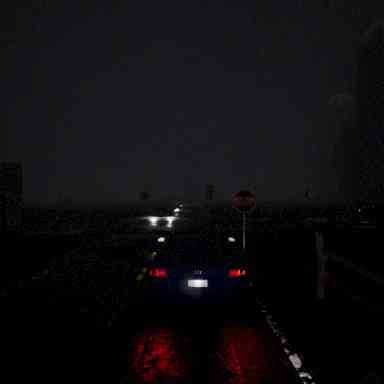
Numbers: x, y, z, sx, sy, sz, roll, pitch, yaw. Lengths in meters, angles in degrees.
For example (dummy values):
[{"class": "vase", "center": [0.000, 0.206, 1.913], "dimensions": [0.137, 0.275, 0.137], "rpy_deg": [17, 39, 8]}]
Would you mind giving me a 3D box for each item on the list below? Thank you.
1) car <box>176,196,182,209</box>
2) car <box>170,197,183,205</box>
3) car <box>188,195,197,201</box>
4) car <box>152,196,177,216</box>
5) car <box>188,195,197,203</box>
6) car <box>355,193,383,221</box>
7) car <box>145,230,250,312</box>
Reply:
[{"class": "car", "center": [-2.792, 1.364, 46.282], "dimensions": [2.097, 1.767, 4.553], "rpy_deg": [0, 0, 0]}, {"class": "car", "center": [-2.750, 1.573, 59.926], "dimensions": [2.033, 1.411, 5.357], "rpy_deg": [0, 0, 0]}, {"class": "car", "center": [0.081, 1.490, 79.386], "dimensions": [1.994, 1.385, 4.181], "rpy_deg": [0, 0, 0]}, {"class": "car", "center": [-2.813, 1.481, 33.011], "dimensions": [1.882, 1.535, 5.008], "rpy_deg": [0, 0, 0]}, {"class": "car", "center": [0.071, 1.585, 68.961], "dimensions": [2.033, 1.411, 5.357], "rpy_deg": [0, 0, 0]}, {"class": "car", "center": [15.154, 0.960, 24.579], "dimensions": [5.566, 2.045, 2.150], "rpy_deg": [-1, 1, 0]}, {"class": "car", "center": [0.106, 1.562, 7.807], "dimensions": [1.994, 1.385, 4.181], "rpy_deg": [0, 0, 0]}]
